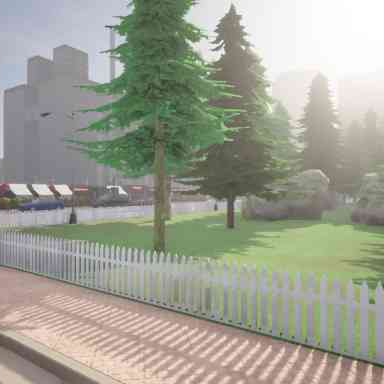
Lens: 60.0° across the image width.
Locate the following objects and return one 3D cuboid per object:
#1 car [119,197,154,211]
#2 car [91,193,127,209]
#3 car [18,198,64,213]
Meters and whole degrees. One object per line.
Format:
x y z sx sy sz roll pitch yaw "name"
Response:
-6.058 1.601 40.200 1.895 1.301 4.718 0 0 34 "car"
-11.122 1.221 45.561 2.150 2.045 5.566 0 0 34 "car"
-16.769 1.478 37.201 1.882 1.535 5.008 0 0 34 "car"
